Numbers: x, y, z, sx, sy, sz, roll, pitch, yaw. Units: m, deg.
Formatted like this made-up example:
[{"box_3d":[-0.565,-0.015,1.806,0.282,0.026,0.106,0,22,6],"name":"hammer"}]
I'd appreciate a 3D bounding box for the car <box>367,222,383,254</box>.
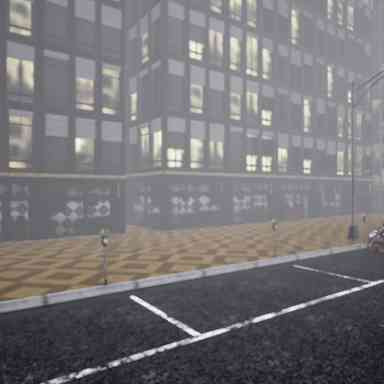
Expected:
[{"box_3d":[8.391,1.529,12.546,4.097,1.590,1.967,0,-1,-35],"name":"car"}]
